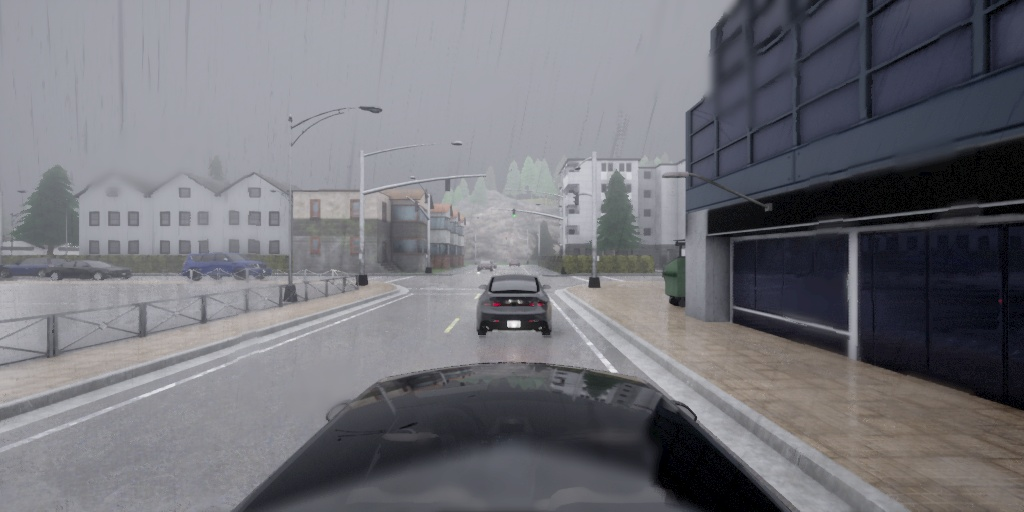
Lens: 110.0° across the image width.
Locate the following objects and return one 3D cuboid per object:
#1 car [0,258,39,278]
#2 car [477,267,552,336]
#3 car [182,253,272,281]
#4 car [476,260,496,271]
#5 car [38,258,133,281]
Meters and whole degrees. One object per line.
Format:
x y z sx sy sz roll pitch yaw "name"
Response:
-39.812 0.926 30.196 4.553 1.767 2.097 0 0 0 "car"
0.078 1.256 10.391 1.837 1.490 4.892 0 0 1 "car"
-20.931 0.795 26.400 5.566 2.045 2.150 0 0 0 "car"
-3.484 1.276 47.623 1.812 1.442 4.674 0 0 0 "car"
-31.057 1.051 26.460 5.008 1.535 1.882 0 0 0 "car"
